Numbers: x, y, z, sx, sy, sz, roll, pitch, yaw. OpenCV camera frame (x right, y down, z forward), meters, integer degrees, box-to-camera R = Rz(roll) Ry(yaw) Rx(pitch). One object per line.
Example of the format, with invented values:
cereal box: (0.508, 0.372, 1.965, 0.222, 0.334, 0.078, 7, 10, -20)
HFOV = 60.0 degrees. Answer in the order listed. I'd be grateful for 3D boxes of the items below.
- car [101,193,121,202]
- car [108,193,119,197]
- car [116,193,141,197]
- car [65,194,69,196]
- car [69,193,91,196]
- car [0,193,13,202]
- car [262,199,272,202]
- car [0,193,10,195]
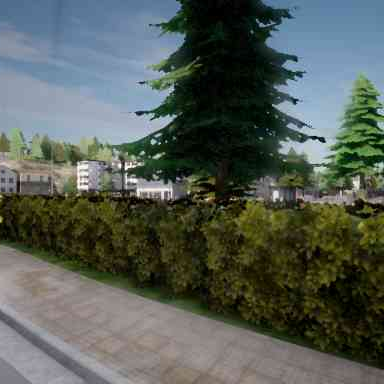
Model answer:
car: (-17.566, 1.077, 72.159, 3.866, 1.878, 1.905, 0, 0, -45)
car: (-15.238, 1.097, 70.372, 4.605, 1.855, 1.932, 0, 0, -45)
car: (-9.719, 1.384, 53.936, 3.806, 1.475, 1.970, 0, 0, -45)
car: (-31.240, 1.232, 85.657, 3.806, 1.475, 1.970, 0, 0, -45)
car: (-26.519, 1.153, 81.299, 5.027, 1.636, 2.152, 0, 0, -45)
car: (-41.134, 1.097, 71.377, 4.605, 1.855, 1.932, 0, 0, -45)
car: (9.874, 1.478, 44.379, 5.008, 1.535, 1.882, 0, 0, -45)
car: (-23.156, 1.330, 40.980, 5.027, 1.636, 2.152, 0, 0, -45)
